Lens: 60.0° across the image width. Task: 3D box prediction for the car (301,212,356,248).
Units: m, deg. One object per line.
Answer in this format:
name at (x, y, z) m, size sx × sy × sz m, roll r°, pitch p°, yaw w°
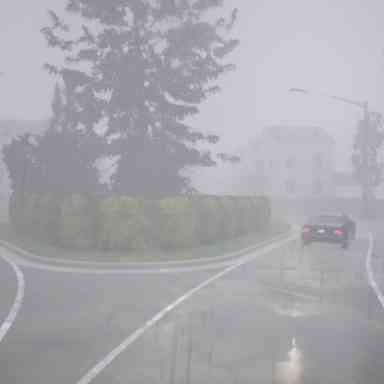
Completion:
car at (6.495, 1.656, 15.600) m, size 2.033 × 1.411 × 5.357 m, roll 1°, pitch 0°, yaw 30°
